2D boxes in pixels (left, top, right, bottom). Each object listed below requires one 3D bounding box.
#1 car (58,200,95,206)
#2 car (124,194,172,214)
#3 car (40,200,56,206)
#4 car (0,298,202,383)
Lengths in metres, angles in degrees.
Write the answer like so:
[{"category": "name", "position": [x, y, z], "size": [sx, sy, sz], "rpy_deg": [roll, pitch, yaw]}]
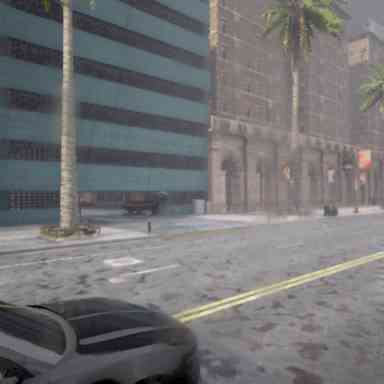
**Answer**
[{"category": "car", "position": [-17.447, 1.879, 50.650], "size": [4.718, 1.301, 1.895], "rpy_deg": [0, 0, -41]}, {"category": "car", "position": [-4.798, 1.297, 37.132], "size": [5.566, 2.045, 2.435], "rpy_deg": [0, 0, -41]}, {"category": "car", "position": [-24.668, 1.922, 59.739], "size": [4.786, 1.482, 2.161], "rpy_deg": [0, 0, -41]}, {"category": "car", "position": [-2.207, 1.507, 2.418], "size": [5.008, 1.535, 1.882], "rpy_deg": [0, 0, -36]}]
